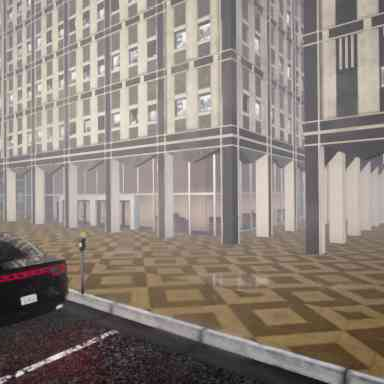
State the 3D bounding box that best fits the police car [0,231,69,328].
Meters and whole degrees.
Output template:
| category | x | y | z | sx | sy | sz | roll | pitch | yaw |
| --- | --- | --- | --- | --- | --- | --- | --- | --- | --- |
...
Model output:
| category | x | y | z | sx | sy | sz | roll | pitch | yaw |
| --- | --- | --- | --- | --- | --- | --- | --- | --- | --- |
| police car | -4.571 | 1.426 | 6.563 | 5.238 | 1.638 | 1.930 | 0 | 0 | 36 |
